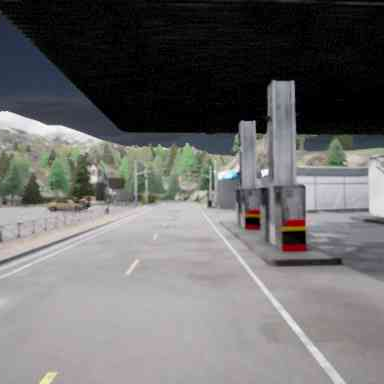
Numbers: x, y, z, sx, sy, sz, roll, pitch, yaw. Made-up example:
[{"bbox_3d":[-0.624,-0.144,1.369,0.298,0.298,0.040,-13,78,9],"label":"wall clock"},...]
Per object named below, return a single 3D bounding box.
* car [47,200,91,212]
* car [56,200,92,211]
[{"bbox_3d":[-17.001,1.886,45.387,5.027,1.636,2.152,-1,0,-1],"label":"car"},{"bbox_3d":[-17.112,1.916,48.523,4.514,1.523,2.007,-1,0,-1],"label":"car"}]
